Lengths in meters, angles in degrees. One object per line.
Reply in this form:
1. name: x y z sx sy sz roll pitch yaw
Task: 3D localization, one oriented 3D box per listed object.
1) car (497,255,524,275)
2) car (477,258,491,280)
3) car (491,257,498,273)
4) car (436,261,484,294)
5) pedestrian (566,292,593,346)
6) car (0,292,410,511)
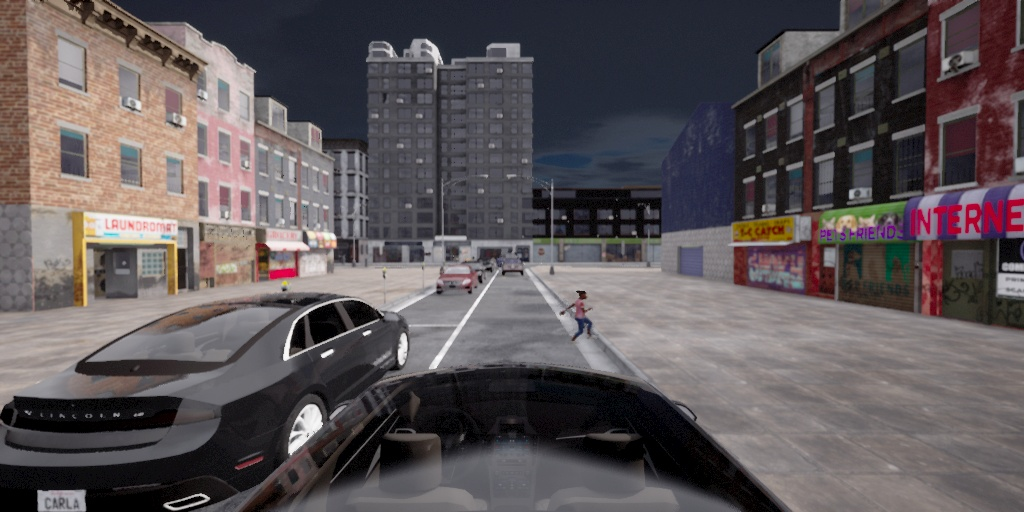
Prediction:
1. car: 0.081 0.864 30.606 2.033 1.411 5.357 0 1 0
2. car: -2.637 0.990 23.433 1.948 1.339 4.313 0 0 0
3. car: -2.637 0.827 34.336 1.948 1.339 4.313 0 0 0
4. car: -2.637 1.088 17.981 1.802 1.307 4.207 0 0 0
5. pedestrian: 1.422 0.956 7.549 0.375 1.860 0.375 0 1 0
6. car: -2.750 1.212 4.610 1.837 1.490 4.892 0 1 0
